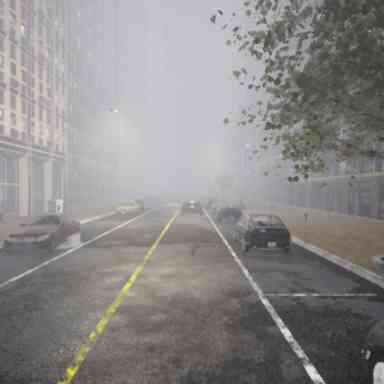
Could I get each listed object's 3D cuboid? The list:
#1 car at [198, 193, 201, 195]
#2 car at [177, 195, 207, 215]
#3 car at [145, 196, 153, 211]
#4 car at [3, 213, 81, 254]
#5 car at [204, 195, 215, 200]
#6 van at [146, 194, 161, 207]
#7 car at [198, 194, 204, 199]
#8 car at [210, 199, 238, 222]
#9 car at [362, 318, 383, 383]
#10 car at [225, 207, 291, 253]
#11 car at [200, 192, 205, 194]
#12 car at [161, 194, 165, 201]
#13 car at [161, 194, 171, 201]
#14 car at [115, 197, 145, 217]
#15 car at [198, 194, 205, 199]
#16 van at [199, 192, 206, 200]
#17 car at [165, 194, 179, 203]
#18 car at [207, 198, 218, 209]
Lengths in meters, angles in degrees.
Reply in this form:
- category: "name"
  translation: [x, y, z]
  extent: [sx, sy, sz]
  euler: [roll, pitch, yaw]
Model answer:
- category: "car"
  translation: [-0.102, 1.261, 54.779]
  extent: [2.163, 1.488, 4.792]
  euler: [0, 0, 0]
- category: "car"
  translation: [0.011, 1.370, 32.052]
  extent: [2.163, 1.488, 4.792]
  euler: [0, 0, 0]
- category: "car"
  translation: [-5.762, 1.413, 36.049]
  extent: [1.947, 1.339, 4.313]
  euler: [0, 0, 0]
- category: "car"
  translation: [-5.719, 1.529, 13.262]
  extent: [1.802, 1.307, 4.206]
  euler: [0, 0, 0]
- category: "car"
  translation: [2.607, 1.387, 41.762]
  extent: [1.947, 1.339, 4.313]
  euler: [0, 0, 0]
- category: "van"
  translation: [-5.785, 1.134, 47.444]
  extent: [1.690, 1.788, 3.998]
  euler: [0, 0, 0]
- category: "car"
  translation: [2.509, 1.116, 93.037]
  extent: [1.802, 1.307, 4.206]
  euler: [0, 0, 0]
- category: "car"
  translation: [2.639, 1.450, 24.671]
  extent: [2.008, 1.369, 4.403]
  euler: [0, 0, 0]
- category: "car"
  translation: [2.683, 1.543, 1.882]
  extent: [2.008, 1.369, 4.403]
  euler: [0, 0, 0]
- category: "car"
  translation: [2.661, 1.499, 13.277]
  extent: [2.008, 1.369, 4.403]
  euler: [0, 0, 0]
- category: "car"
  translation: [2.563, 1.230, 64.721]
  extent: [1.752, 1.417, 4.829]
  euler: [0, 0, 0]
- category: "car"
  translation: [-5.817, 1.256, 64.536]
  extent: [2.008, 1.369, 4.403]
  euler: [0, 0, 0]
- category: "car"
  translation: [-5.839, 1.191, 75.930]
  extent: [2.008, 1.369, 4.403]
  euler: [0, 0, 0]
- category: "car"
  translation: [-5.751, 1.400, 30.183]
  extent: [1.752, 1.417, 4.829]
  euler: [0, 0, 0]
- category: "car"
  translation: [2.520, 1.152, 87.341]
  extent: [1.802, 1.307, 4.206]
  euler: [0, 0, 0]
- category: "van"
  translation: [2.531, 0.947, 81.641]
  extent: [1.690, 1.788, 3.998]
  euler: [0, 0, 0]
- category: "car"
  translation: [-3.160, 1.222, 60.044]
  extent: [2.128, 1.511, 4.902]
  euler: [0, 0, 1]
- category: "car"
  translation: [2.629, 1.456, 30.369]
  extent: [1.802, 1.307, 4.206]
  euler: [0, 0, 0]
